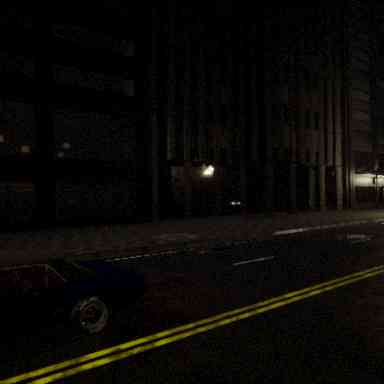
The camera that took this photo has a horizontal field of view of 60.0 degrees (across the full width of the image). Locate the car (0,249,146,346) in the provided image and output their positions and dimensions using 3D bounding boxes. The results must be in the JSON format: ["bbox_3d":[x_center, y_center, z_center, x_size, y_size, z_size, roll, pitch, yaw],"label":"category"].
[{"bbox_3d":[-3.234,1.688,5.314,4.718,1.301,1.895,0,-1,-37],"label":"car"}]
